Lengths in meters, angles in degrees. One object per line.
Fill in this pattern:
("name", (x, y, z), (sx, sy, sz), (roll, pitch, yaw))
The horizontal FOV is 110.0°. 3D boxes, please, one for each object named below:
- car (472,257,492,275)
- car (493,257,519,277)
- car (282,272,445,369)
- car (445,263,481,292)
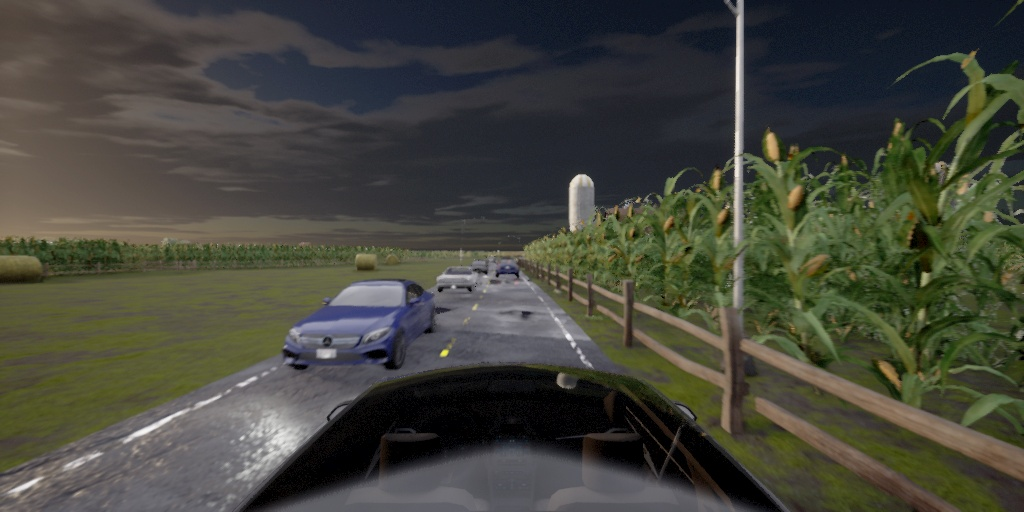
("car", (-3.323, 1.158, 36.667), (1.837, 1.490, 4.892), (0, 0, -2))
("car", (-0.422, 0.989, 33.425), (2.097, 1.767, 4.553), (0, 0, -1))
("car", (-2.868, 1.236, 7.830), (1.812, 1.442, 4.674), (0, 0, 0))
("car", (-3.004, 1.265, 20.444), (1.895, 1.301, 4.718), (0, 0, -1))
